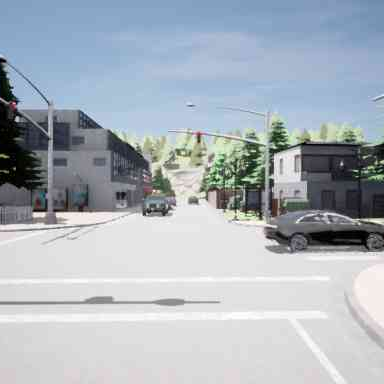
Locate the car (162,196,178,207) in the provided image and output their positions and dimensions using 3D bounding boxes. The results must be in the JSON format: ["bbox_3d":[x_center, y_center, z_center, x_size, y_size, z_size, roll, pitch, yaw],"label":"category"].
[{"bbox_3d":[-3.448,1.491,52.972,2.128,1.511,4.902,0,0,0],"label":"car"}]

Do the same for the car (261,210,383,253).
[{"bbox_3d":[5.216,1.476,13.043,4.902,1.511,2.128,0,0,-3],"label":"car"}]

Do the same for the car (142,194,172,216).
[{"bbox_3d":[-3.519,1.221,32.654,2.150,2.045,5.566,0,0,0],"label":"car"}]

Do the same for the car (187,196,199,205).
[{"bbox_3d":[0.251,1.504,59.507,1.837,1.490,4.892,0,0,0],"label":"car"}]

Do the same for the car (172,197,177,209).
[{"bbox_3d":[-3.491,1.491,42.704,2.128,1.511,4.902,0,0,0],"label":"car"}]
